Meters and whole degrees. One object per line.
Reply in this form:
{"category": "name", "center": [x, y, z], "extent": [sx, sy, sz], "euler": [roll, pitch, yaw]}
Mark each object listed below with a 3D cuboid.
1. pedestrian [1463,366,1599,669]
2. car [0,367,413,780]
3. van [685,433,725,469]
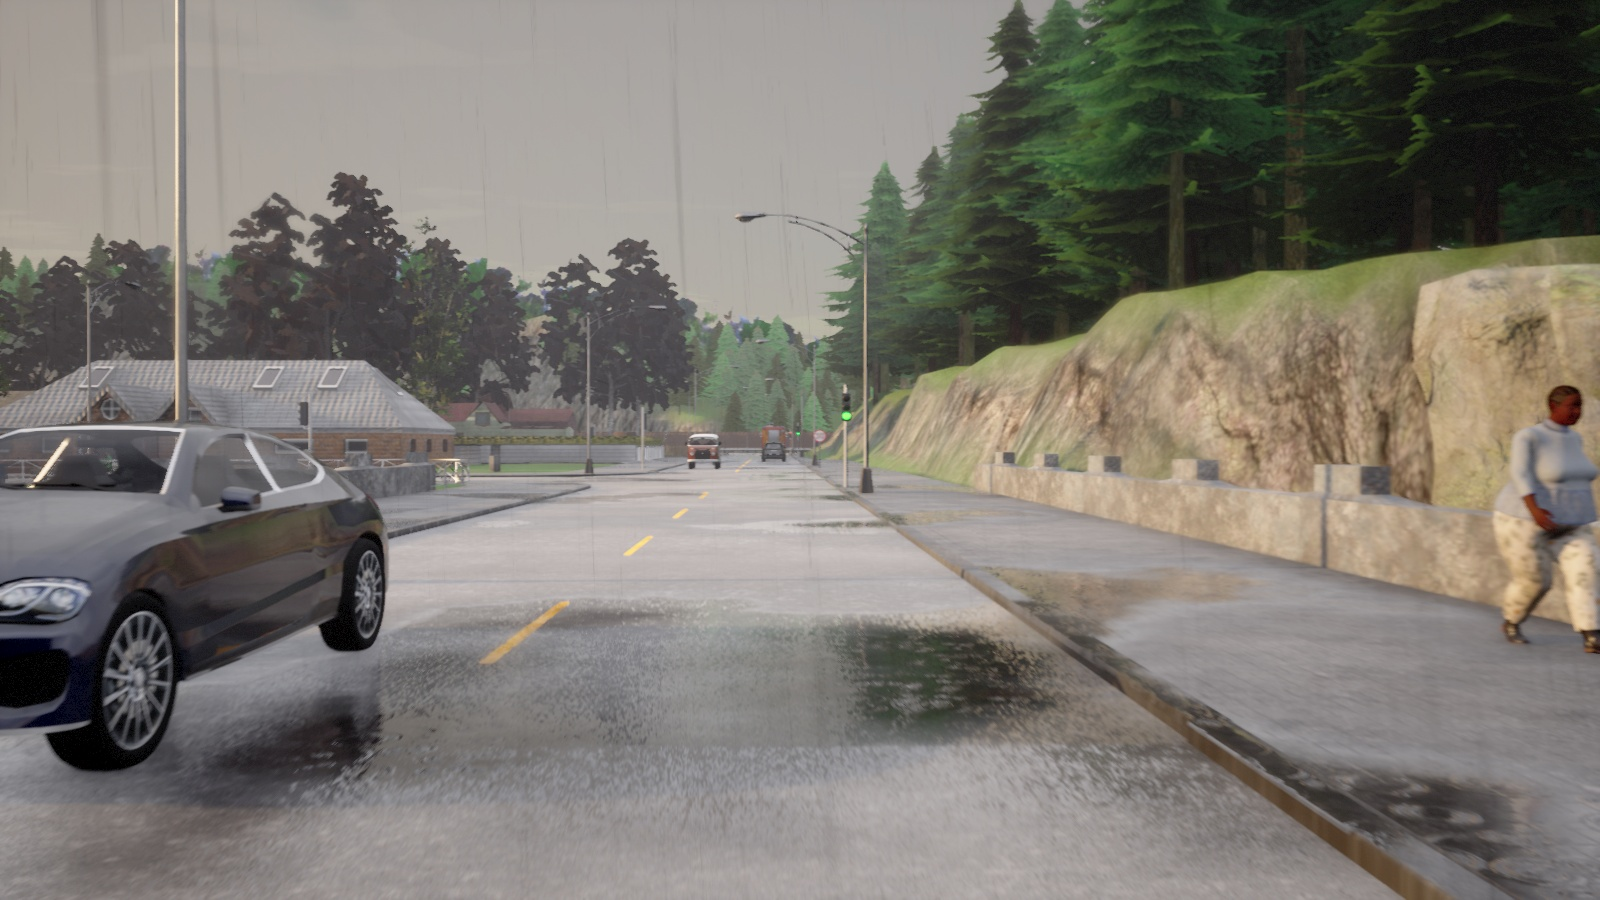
{"category": "pedestrian", "center": [5.036, 0.412, 8.215], "extent": [0.874, 1.855, 0.900], "euler": [0, 0, -8]}
{"category": "car", "center": [-4.125, 0.481, 7.515], "extent": [2.152, 1.651, 5.027], "euler": [0, 0, -1]}
{"category": "van", "center": [-5.446, 0.059, 72.583], "extent": [2.069, 2.038, 4.480], "euler": [0, 0, -1]}
